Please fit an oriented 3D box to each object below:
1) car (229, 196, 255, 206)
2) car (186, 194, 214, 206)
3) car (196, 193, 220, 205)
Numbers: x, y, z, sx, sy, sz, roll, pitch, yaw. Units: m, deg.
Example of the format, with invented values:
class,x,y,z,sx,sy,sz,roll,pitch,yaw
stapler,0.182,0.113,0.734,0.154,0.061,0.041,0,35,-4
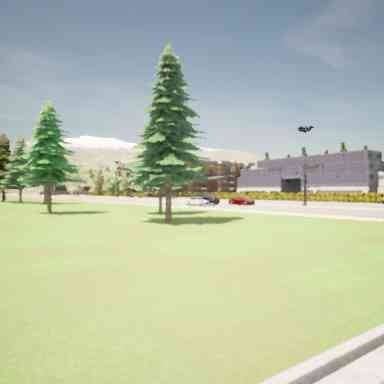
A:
class,x,y,z,sx,sy,sz,roll,pitch,yaw
car,8.190,1.450,54.539,1.882,1.535,5.008,0,0,-36
car,0.913,1.503,52.673,1.812,1.442,4.674,0,0,-36
car,2.423,1.199,56.575,2.150,2.045,5.566,0,0,-35
